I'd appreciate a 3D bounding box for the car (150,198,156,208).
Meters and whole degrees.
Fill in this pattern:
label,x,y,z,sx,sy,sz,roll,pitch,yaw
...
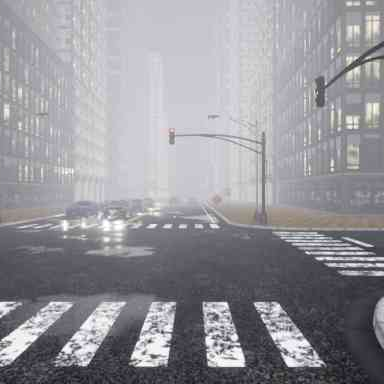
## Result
label,x,y,z,sx,sy,sz,roll,pitch,yaw
car,-6.617,1.593,49.670,1.812,1.442,4.674,0,0,0

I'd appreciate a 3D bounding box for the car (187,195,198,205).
label,x,y,z,sx,sy,sz,roll,pitch,yaw
car,0.075,1.631,61.478,1.812,1.442,4.674,0,0,0

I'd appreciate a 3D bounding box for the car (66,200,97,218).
label,x,y,z,sx,sy,sz,roll,pitch,yaw
car,-9.868,1.503,30.343,1.882,1.535,5.008,0,0,0

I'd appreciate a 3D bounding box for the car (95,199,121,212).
label,x,y,z,sx,sy,sz,roll,pitch,yaw
car,-9.867,1.606,39.476,1.994,1.385,4.181,0,0,0

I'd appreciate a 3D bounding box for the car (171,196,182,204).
label,x,y,z,sx,sy,sz,roll,pitch,yaw
car,-3.191,1.634,70.342,2.128,1.511,4.902,0,0,0

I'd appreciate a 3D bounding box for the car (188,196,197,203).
label,x,y,z,sx,sy,sz,roll,pitch,yaw
car,0.034,1.622,71.325,1.882,1.535,5.008,0,0,0

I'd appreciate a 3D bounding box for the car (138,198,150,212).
label,x,y,z,sx,sy,sz,roll,pitch,yaw
car,-6.618,1.520,39.623,1.882,1.535,5.008,0,0,0

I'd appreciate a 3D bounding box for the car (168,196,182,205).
label,x,y,z,sx,sy,sz,roll,pitch,yaw
car,-3.176,1.578,59.933,1.882,1.535,5.008,0,0,0

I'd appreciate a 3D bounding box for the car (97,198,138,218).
label,x,y,z,sx,sy,sz,roll,pitch,yaw
car,-6.614,1.517,30.096,2.128,1.511,4.902,0,0,0

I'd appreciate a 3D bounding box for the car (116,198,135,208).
label,x,y,z,sx,sy,sz,roll,pitch,yaw
car,-9.863,1.631,49.400,1.994,1.385,4.181,0,0,0
